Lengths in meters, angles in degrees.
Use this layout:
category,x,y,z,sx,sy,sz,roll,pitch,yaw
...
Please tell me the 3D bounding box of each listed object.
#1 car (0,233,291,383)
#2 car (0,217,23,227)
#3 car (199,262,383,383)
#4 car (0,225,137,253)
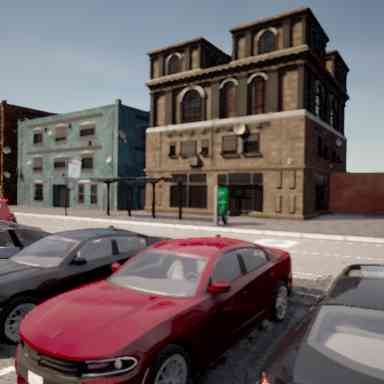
category,x,y,z,sx,sy,sz,roll,pitch,yaw
car,-0.025,1.502,5.172,2.097,1.535,5.008,0,0,35
car,-4.552,1.550,8.429,2.163,1.488,4.792,0,0,35
car,2.241,1.521,3.545,2.002,1.452,4.674,0,0,35
car,-2.297,1.515,6.791,2.097,1.535,5.008,0,0,36
